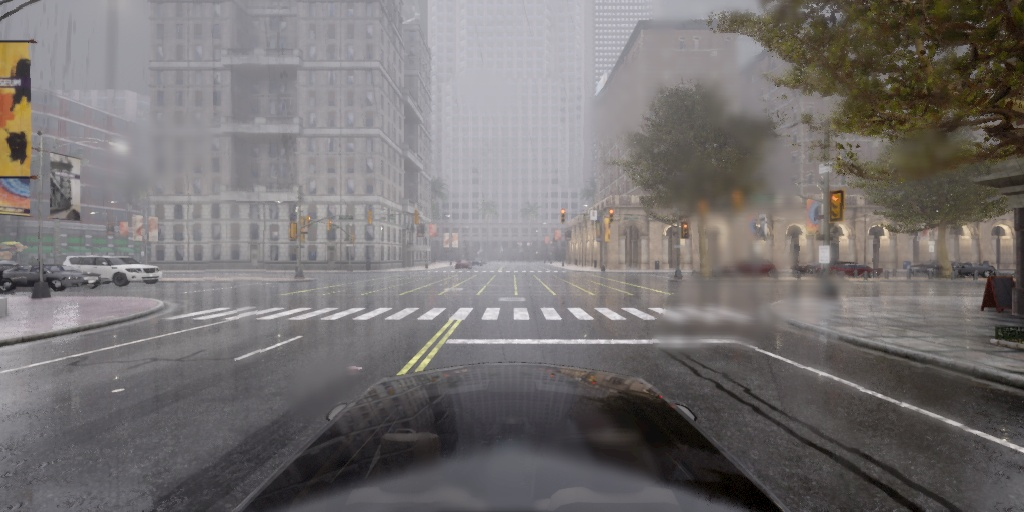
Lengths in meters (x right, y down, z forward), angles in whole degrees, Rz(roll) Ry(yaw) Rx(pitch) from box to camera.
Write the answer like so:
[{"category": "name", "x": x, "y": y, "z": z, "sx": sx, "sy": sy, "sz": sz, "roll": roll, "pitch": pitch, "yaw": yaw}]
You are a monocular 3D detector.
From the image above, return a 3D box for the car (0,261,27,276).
[{"category": "car", "x": -52.533, "y": 1.255, "z": 36.915, "sx": 4.892, "sy": 1.490, "sz": 1.837, "roll": 0, "pitch": 0, "yaw": 20}]

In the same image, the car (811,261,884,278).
[{"category": "car", "x": 30.385, "y": 1.351, "z": 32.413, "sx": 4.718, "sy": 1.301, "sz": 1.895, "roll": 0, "pitch": 0, "yaw": 0}]

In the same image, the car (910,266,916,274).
[{"category": "car", "x": 42.800, "y": 1.241, "z": 35.834, "sx": 4.902, "sy": 1.511, "sz": 2.128, "roll": 0, "pitch": 0, "yaw": 1}]

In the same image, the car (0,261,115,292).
[{"category": "car", "x": -27.059, "y": 1.242, "z": 21.024, "sx": 4.902, "sy": 1.511, "sz": 2.128, "roll": 0, "pitch": 0, "yaw": 0}]

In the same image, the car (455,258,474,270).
[{"category": "car", "x": -7.113, "y": 1.228, "z": 52.555, "sx": 1.882, "sy": 1.535, "sz": 5.008, "roll": 0, "pitch": 0, "yaw": 0}]

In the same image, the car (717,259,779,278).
[{"category": "car", "x": 21.397, "y": 1.102, "z": 32.460, "sx": 4.553, "sy": 1.767, "sz": 2.097, "roll": 0, "pitch": 0, "yaw": 0}]

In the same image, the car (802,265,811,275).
[{"category": "car", "x": 32.483, "y": 1.255, "z": 35.901, "sx": 4.892, "sy": 1.490, "sz": 1.837, "roll": 0, "pitch": 0, "yaw": 0}]

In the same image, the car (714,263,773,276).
[{"category": "car", "x": 23.159, "y": 1.351, "z": 35.951, "sx": 4.718, "sy": 1.301, "sz": 1.895, "roll": 0, "pitch": 0, "yaw": 0}]

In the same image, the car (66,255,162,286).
[{"category": "car", "x": -27.379, "y": 0.971, "z": 24.541, "sx": 5.566, "sy": 2.045, "sz": 2.150, "roll": 0, "pitch": 0, "yaw": 2}]

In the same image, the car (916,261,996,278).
[{"category": "car", "x": 40.372, "y": 1.241, "z": 32.352, "sx": 4.902, "sy": 1.511, "sz": 2.128, "roll": 0, "pitch": 0, "yaw": 1}]
